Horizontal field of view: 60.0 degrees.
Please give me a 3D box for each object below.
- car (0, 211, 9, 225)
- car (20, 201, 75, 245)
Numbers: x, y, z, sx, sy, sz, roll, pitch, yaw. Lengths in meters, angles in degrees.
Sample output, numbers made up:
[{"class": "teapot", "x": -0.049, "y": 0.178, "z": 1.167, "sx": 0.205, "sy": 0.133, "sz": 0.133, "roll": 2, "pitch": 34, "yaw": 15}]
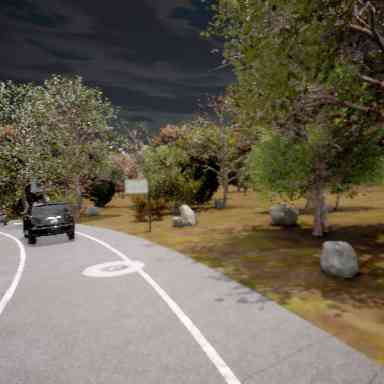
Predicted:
[{"class": "car", "x": -19.695, "y": 2.640, "z": 32.770, "sx": 4.902, "sy": 1.511, "sz": 2.128, "roll": -4, "pitch": 2, "yaw": 44}, {"class": "car", "x": -8.048, "y": 1.571, "z": 18.430, "sx": 2.150, "sy": 2.045, "sz": 5.566, "roll": -5, "pitch": 2, "yaw": -31}]
